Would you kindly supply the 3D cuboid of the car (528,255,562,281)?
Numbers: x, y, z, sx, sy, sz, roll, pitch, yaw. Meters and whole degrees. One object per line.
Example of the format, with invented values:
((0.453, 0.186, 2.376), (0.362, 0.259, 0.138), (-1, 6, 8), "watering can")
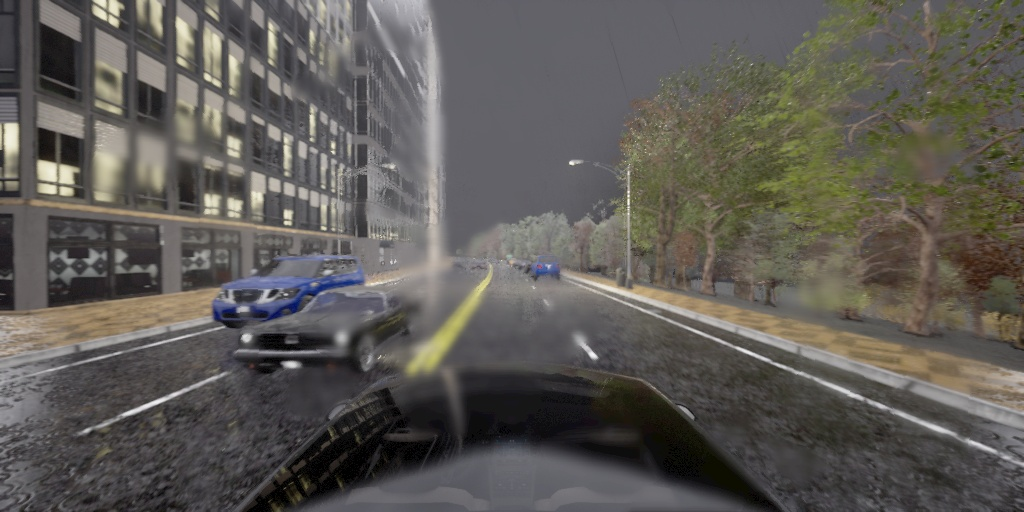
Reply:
((2.829, 0.962, 30.397), (2.150, 2.045, 5.566), (0, 0, -2), "car")

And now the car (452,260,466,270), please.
((-8.006, 1.295, 54.614), (2.033, 1.411, 5.357), (0, 0, -3), "car")

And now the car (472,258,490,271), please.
((-4.544, 1.307, 50.184), (1.994, 1.385, 4.181), (0, 0, -2), "car")

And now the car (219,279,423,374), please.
((-3.371, 1.357, 7.682), (1.895, 1.301, 4.718), (0, 0, 0), "car")

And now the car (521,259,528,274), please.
((2.434, 1.214, 41.417), (1.882, 1.535, 5.008), (0, 0, -2), "car")

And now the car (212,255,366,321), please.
((-6.651, 0.983, 11.627), (2.150, 2.045, 5.566), (0, 0, -1), "car")

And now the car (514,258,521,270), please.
((1.909, 1.159, 52.462), (2.033, 1.649, 4.856), (0, 0, -3), "car")

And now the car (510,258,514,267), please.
((1.257, 1.284, 63.499), (1.994, 1.385, 4.181), (0, 0, -4), "car")
